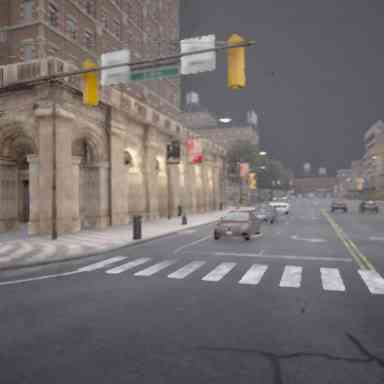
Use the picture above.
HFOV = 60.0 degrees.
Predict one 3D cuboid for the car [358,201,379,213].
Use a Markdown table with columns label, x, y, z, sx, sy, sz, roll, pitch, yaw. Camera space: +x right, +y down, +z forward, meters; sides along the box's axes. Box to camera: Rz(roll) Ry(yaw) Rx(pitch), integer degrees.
| label | x | y | z | sx | sy | sz | roll | pitch | yaw |
| --- | --- | --- | --- | --- | --- | --- | --- | --- | --- |
| car | 22.928 | 1.866 | 43.320 | 2.128 | 1.511 | 4.902 | -1 | -1 | 20 |

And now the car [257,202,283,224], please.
| label | x | y | z | sx | sy | sz | roll | pitch | yaw |
| --- | --- | --- | --- | --- | --- | --- | --- | --- | --- |
| car | 6.221 | 1.837 | 28.218 | 2.128 | 1.511 | 4.902 | -1 | -1 | 20 |

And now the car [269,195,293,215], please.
| label | x | y | z | sx | sy | sz | roll | pitch | yaw |
| --- | --- | --- | --- | --- | --- | --- | --- | --- | --- |
| car | 10.803 | 1.701 | 40.932 | 2.150 | 2.045 | 5.566 | -1 | -1 | 20 |

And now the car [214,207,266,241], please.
| label | x | y | z | sx | sy | sz | roll | pitch | yaw |
| --- | --- | --- | --- | --- | --- | --- | --- | --- | --- |
| car | 2.645 | 1.769 | 18.428 | 1.812 | 1.442 | 4.674 | -1 | -1 | 21 |

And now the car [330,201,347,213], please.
| label | x | y | z | sx | sy | sz | roll | pitch | yaw |
| --- | --- | --- | --- | --- | --- | --- | --- | --- | --- |
| car | 19.680 | 1.935 | 44.628 | 1.837 | 1.490 | 4.892 | -1 | -1 | 20 |
